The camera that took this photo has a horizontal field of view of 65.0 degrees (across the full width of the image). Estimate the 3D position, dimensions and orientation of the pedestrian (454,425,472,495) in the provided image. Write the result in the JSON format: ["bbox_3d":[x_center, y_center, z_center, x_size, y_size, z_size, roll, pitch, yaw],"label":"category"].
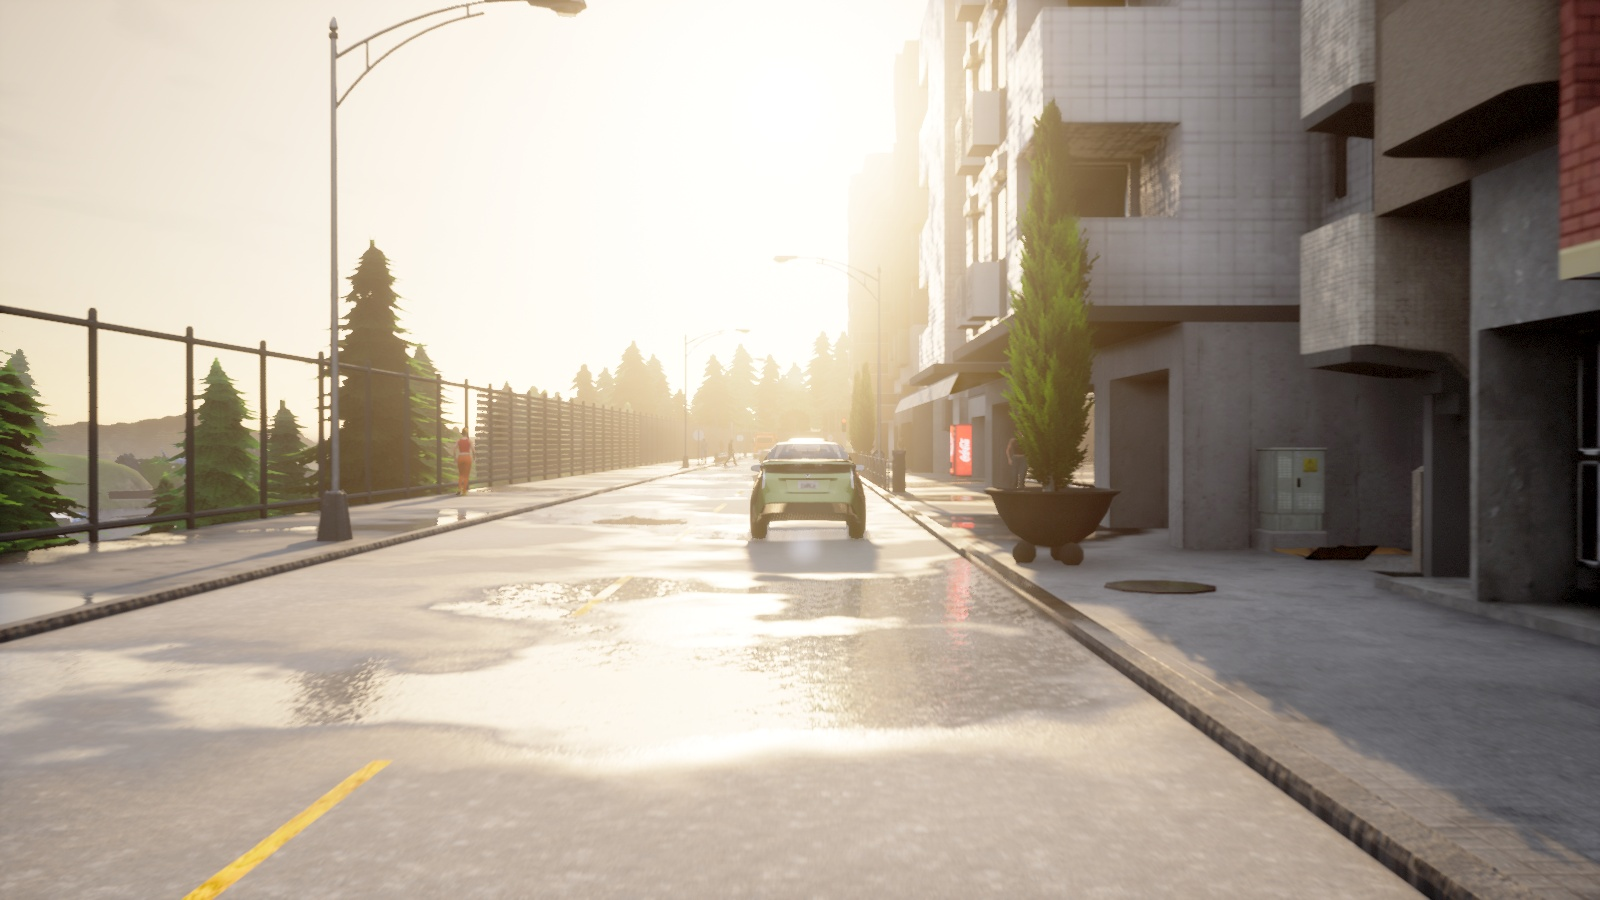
[{"bbox_3d":[-8.925,0.262,33.293,0.345,1.836,0.594,0,0,-3],"label":"pedestrian"}]

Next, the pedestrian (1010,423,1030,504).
[{"bbox_3d":[5.020,0.299,28.664,0.345,1.836,0.594,0,0,-1],"label":"pedestrian"}]

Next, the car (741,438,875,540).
[{"bbox_3d":[0.133,0.575,21.102,2.007,1.525,4.514,0,0,0],"label":"car"}]

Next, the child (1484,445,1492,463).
[{"bbox_3d":[47.624,0.285,86.918,0.437,1.263,0.270,0,0,0],"label":"child"}]
